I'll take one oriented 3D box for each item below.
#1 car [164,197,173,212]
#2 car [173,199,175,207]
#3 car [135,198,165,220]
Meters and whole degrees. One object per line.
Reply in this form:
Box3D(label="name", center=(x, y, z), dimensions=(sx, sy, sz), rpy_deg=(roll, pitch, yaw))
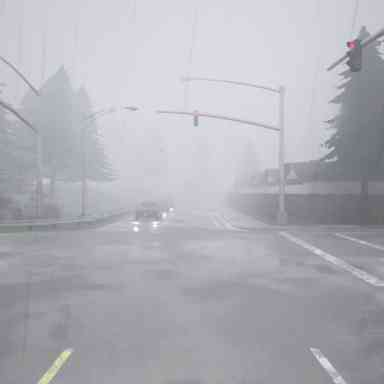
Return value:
Box3D(label="car", center=(-3.588, 1.564, 37.947), dimensions=(1.994, 1.385, 4.181), rpy_deg=(0, 0, 0))
Box3D(label="car", center=(-3.502, 1.504, 48.302), dimensions=(1.837, 1.490, 4.892), rpy_deg=(0, 0, 2))
Box3D(label="car", center=(-3.596, 1.505, 28.033), dimensions=(1.837, 1.490, 4.892), rpy_deg=(0, 0, 0))
